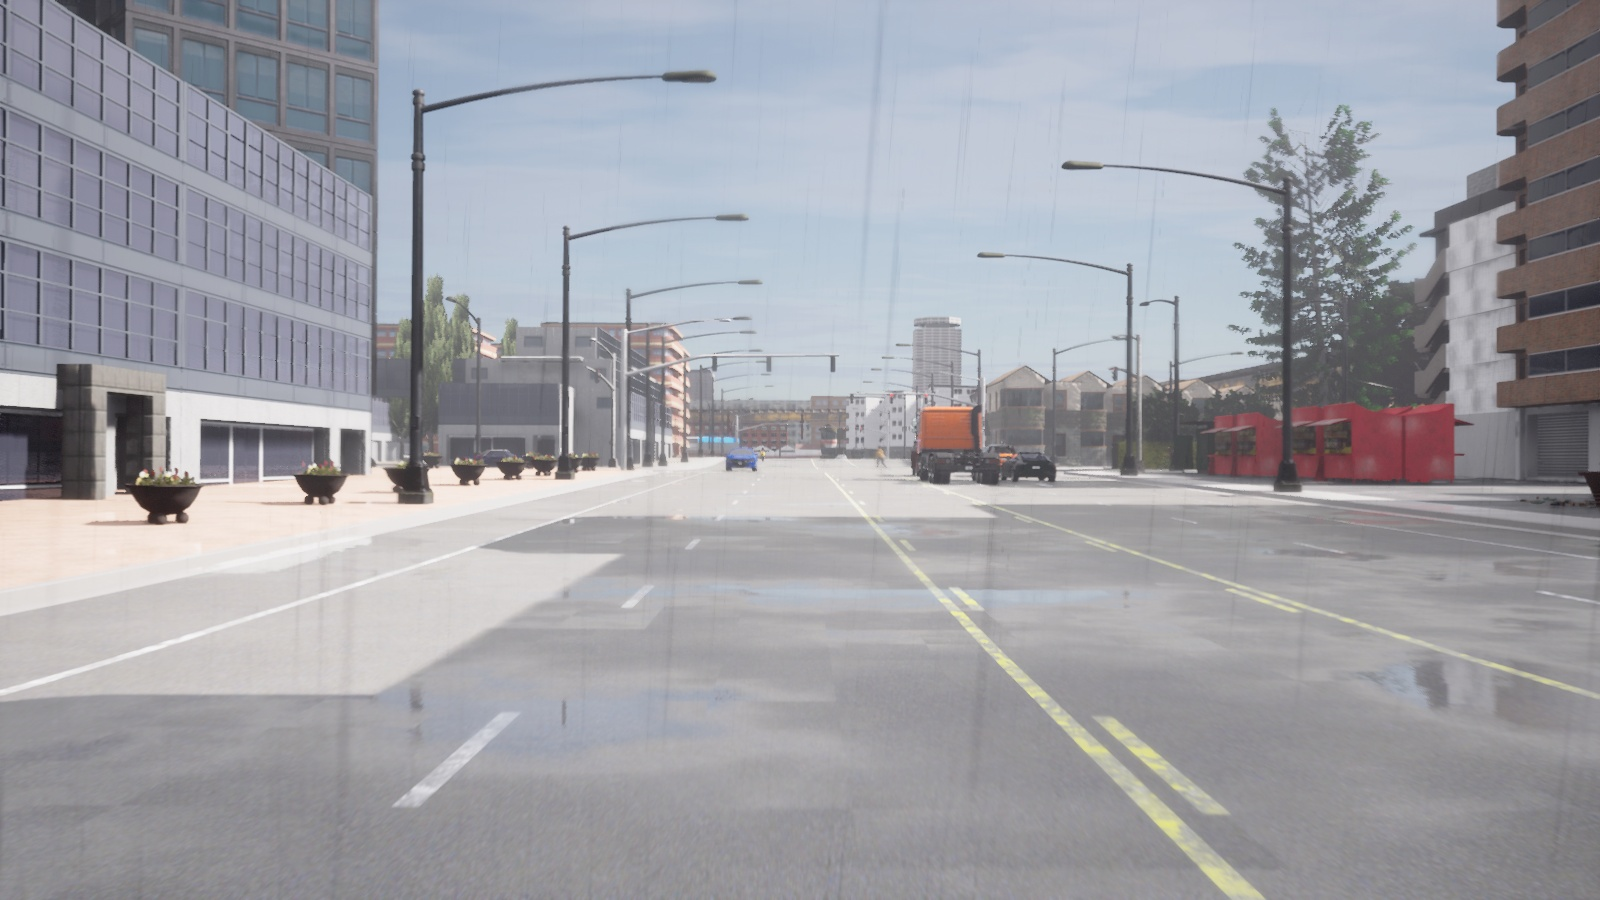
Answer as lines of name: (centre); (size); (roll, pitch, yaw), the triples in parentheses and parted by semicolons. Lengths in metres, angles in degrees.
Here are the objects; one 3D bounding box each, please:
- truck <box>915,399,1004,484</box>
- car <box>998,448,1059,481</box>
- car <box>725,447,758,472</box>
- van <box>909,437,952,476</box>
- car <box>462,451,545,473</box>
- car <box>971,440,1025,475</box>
truck: (6.861, -0.383, 55.128); (2.891, 3.462, 7.936); (0, 0, 0)
car: (10.361, 0.635, 57.219); (1.994, 1.385, 4.181); (0, 0, 0)
car: (-3.696, 0.596, 80.073); (1.882, 1.535, 5.008); (0, 0, 0)
van: (6.836, 0.305, 66.222); (1.775, 1.987, 4.442); (0, 0, 0)
car: (-18.556, 0.746, 78.700); (4.718, 1.301, 1.895); (0, 0, 0)
car: (10.338, 0.395, 65.892); (2.097, 1.767, 4.553); (0, 0, 0)
